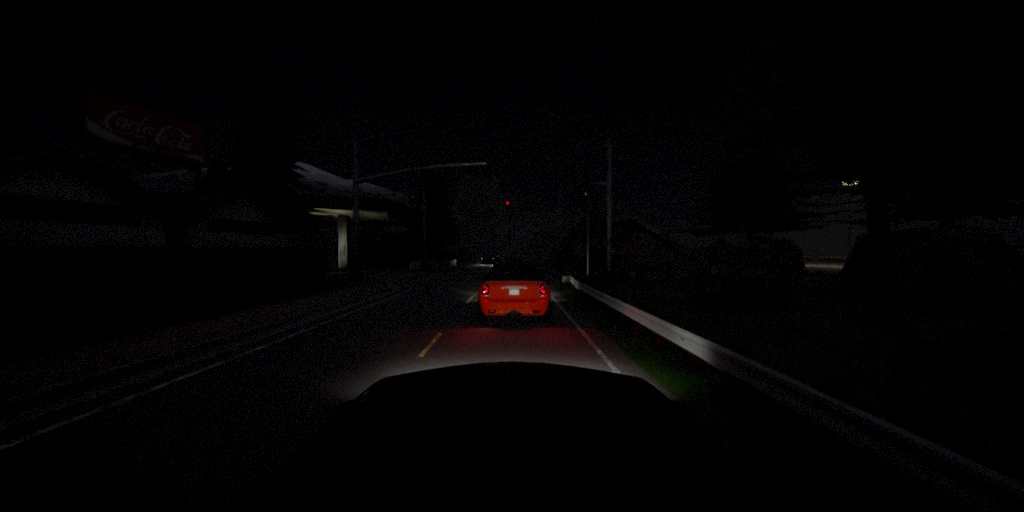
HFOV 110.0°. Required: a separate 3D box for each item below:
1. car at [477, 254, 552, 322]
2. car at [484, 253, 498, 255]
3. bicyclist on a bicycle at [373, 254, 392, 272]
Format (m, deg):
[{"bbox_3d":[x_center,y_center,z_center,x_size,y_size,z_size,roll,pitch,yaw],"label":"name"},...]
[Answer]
[{"bbox_3d":[0.072,0.957,11.810,2.097,1.767,4.553,0,1,0],"label":"car"},{"bbox_3d":[-3.568,0.337,54.599,2.097,1.767,4.553,0,1,0],"label":"car"},{"bbox_3d":[-11.774,0.650,32.533,1.656,1.620,0.582,0,-2,-19],"label":"bicyclist on a bicycle"}]
